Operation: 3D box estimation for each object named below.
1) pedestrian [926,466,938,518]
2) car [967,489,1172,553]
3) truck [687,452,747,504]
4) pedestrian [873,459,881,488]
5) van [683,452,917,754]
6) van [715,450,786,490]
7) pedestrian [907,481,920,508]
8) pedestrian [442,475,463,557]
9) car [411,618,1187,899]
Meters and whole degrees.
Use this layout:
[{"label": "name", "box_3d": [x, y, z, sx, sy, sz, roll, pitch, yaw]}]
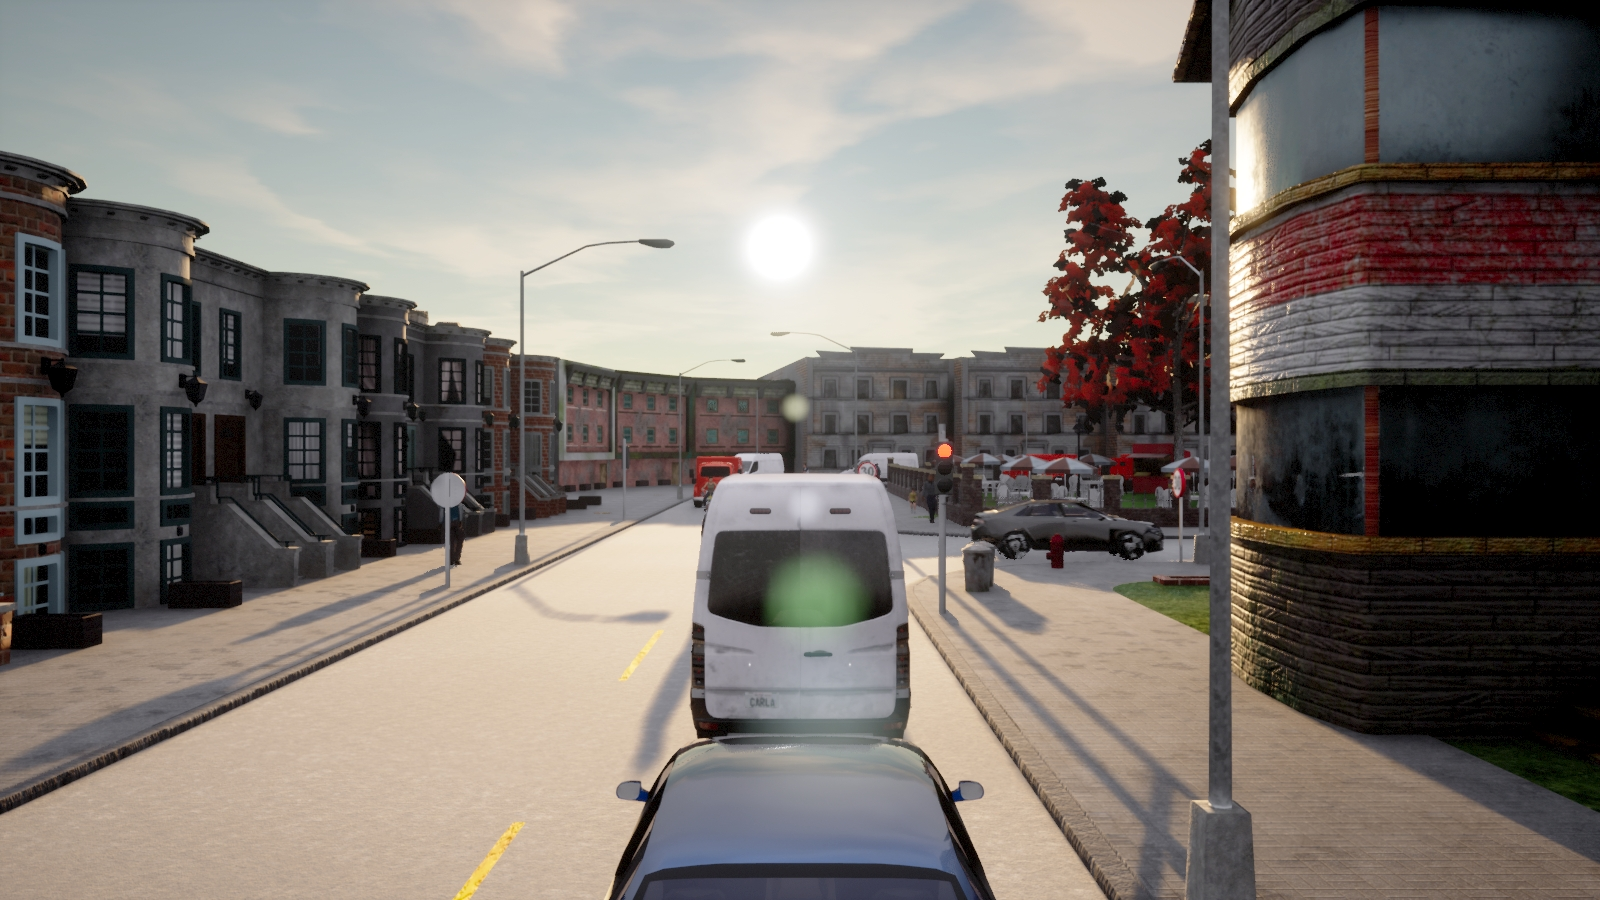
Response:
[{"label": "pedestrian", "box_3d": [4.728, 1.500, 40.989, 0.375, 1.860, 0.375, 0, 0, 2]}, {"label": "car", "box_3d": [6.890, 1.816, 29.671, 4.902, 1.511, 2.128, 0, 0, 3]}, {"label": "truck", "box_3d": [-4.032, 1.326, 56.586, 2.627, 2.467, 5.204, 0, 0, 0]}, {"label": "pedestrian", "box_3d": [4.992, 1.497, 73.875, 0.375, 1.860, 0.375, 0, 0, -34]}, {"label": "van", "box_3d": [-0.004, 1.309, 12.695, 1.988, 2.561, 5.915, 0, 0, 0]}, {"label": "van", "box_3d": [-3.216, 1.286, 76.032, 1.988, 2.561, 5.915, 0, 0, 28]}, {"label": "pedestrian", "box_3d": [4.766, 1.878, 48.130, 0.500, 1.100, 0.500, 0, 0, 0]}, {"label": "pedestrian", "box_3d": [-8.016, 1.514, 26.345, 0.375, 1.860, 0.375, 0, 0, 0]}, {"label": "car", "box_3d": [-0.003, 1.883, 5.315, 2.033, 1.411, 5.357, 0, 0, 0]}]
